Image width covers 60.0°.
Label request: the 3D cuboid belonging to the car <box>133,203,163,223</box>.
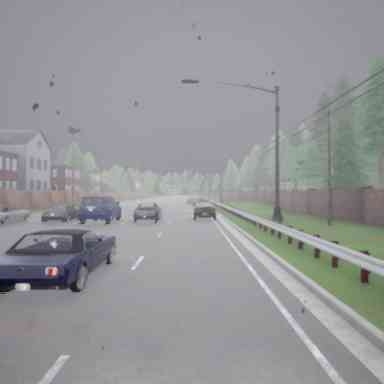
[{"bbox_3d":[-3.400,1.584,26.260,2.128,1.511,4.902,0,0,0],"label":"car"}]

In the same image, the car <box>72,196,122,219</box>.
[{"bbox_3d":[-6.900,1.311,25.343,2.150,2.045,5.566,0,0,0],"label":"car"}]

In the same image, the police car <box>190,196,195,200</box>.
[{"bbox_3d":[1.049,1.583,44.973,1.930,1.638,5.238,0,0,0],"label":"police car"}]

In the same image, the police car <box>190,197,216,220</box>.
[{"bbox_3d":[1.050,1.527,28.973,1.930,1.638,5.238,0,0,0],"label":"police car"}]

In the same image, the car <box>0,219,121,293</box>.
[{"bbox_3d":[-3.399,1.632,8.914,1.895,1.301,4.718,0,0,0],"label":"car"}]

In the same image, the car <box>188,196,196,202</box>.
[{"bbox_3d":[0.001,1.637,79.603,1.882,1.535,5.008,0,0,0],"label":"car"}]

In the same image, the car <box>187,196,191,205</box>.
[{"bbox_3d":[0.000,1.794,64.544,1.994,1.385,4.181,0,0,0],"label":"car"}]

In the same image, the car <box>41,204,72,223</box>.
[{"bbox_3d":[-10.400,1.658,26.787,1.994,1.385,4.181,0,0,0],"label":"car"}]

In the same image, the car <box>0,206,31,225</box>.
[{"bbox_3d":[-13.900,1.688,24.698,1.895,1.301,4.718,0,0,0],"label":"car"}]
